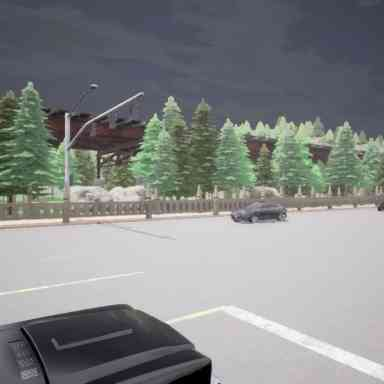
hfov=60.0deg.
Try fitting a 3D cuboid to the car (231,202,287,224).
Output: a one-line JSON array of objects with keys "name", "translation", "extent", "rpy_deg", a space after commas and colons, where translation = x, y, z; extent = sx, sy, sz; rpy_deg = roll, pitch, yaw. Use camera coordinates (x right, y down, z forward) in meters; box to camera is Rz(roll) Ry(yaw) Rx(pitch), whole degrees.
[{"name": "car", "translation": [5.031, 1.505, 24.776], "extent": [4.892, 1.490, 1.837], "rpy_deg": [0, 0, -35]}]

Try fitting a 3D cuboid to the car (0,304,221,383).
[{"name": "car", "translation": [-2.077, 1.601, 2.284], "extent": [4.718, 1.301, 1.895], "rpy_deg": [0, 0, -35]}]

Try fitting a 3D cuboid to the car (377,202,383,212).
[{"name": "car", "translation": [22.588, 1.564, 37.298], "extent": [4.181, 1.385, 1.994], "rpy_deg": [0, 0, -36]}]
